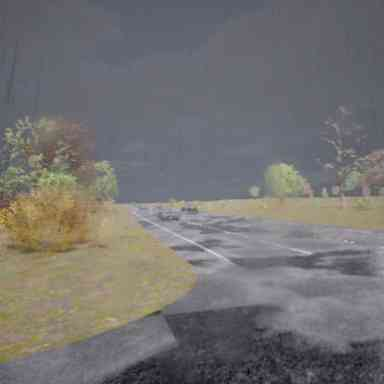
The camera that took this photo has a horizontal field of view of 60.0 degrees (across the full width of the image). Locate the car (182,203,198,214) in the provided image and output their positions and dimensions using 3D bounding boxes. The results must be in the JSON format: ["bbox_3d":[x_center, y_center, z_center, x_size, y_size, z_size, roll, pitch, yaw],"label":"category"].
[{"bbox_3d":[-0.512,2.762,57.740,2.097,1.767,4.553,-2,-1,-14],"label":"car"}]

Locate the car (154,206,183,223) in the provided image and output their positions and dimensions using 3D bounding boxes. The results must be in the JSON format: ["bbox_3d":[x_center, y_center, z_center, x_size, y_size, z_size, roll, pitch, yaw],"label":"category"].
[{"bbox_3d":[-2.714,2.598,37.062,1.994,1.385,4.181,-2,-1,-14],"label":"car"}]

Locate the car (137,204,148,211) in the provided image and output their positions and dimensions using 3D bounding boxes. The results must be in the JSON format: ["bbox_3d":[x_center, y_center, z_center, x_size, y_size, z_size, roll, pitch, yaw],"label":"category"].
[{"bbox_3d":[-11.912,3.914,81.887,1.994,1.385,4.181,-2,-1,-6],"label":"car"}]
